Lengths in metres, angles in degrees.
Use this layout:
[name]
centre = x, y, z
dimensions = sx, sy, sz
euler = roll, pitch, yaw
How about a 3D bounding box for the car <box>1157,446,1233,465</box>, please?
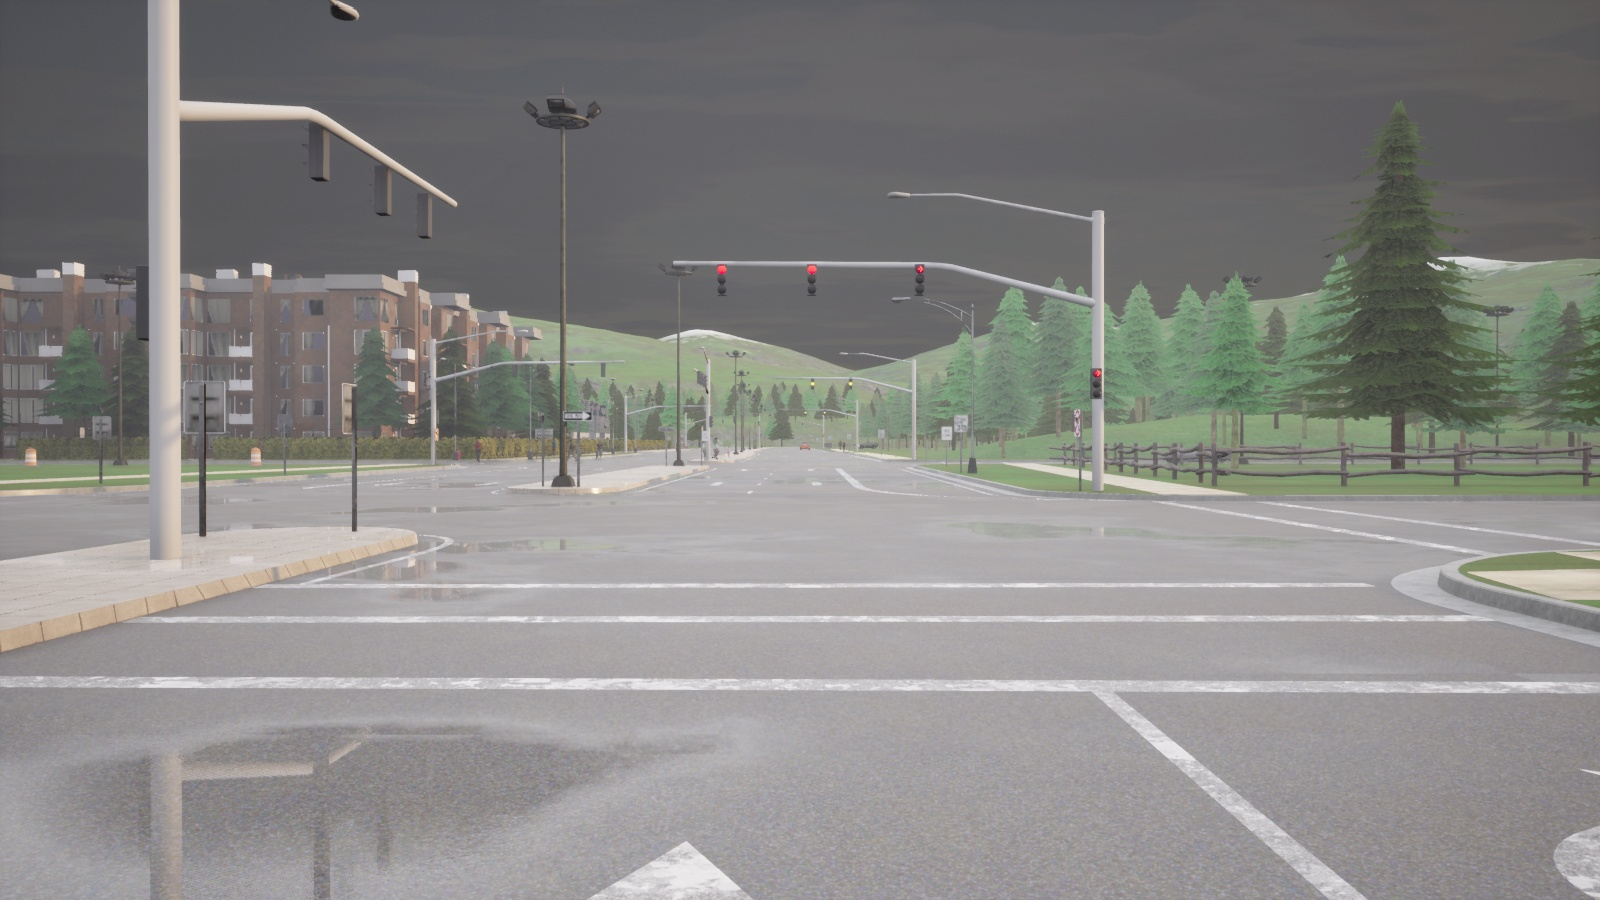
[car]
centre = 27.297, 0.379, 86.869
dimensions = 4.718, 1.301, 1.895
euler = 0, 0, 0
